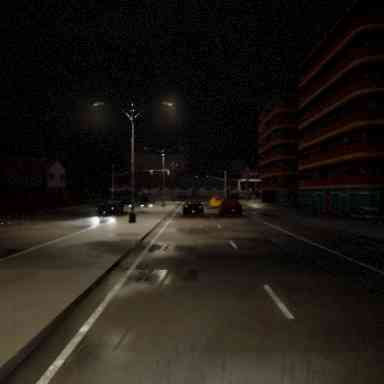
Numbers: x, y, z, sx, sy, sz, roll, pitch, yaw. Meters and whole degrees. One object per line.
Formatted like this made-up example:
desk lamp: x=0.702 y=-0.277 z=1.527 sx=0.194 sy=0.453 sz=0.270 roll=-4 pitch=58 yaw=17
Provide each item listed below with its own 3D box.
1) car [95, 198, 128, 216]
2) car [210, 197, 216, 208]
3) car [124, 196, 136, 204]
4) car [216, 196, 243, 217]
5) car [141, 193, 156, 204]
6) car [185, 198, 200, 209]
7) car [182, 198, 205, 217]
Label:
car: x=-7.994 y=1.572 z=32.618 sx=1.895 sy=1.301 sz=4.718 roll=0 pitch=0 yaw=0
car: x=3.613 y=1.438 z=47.006 sx=1.882 sy=1.535 sz=5.008 roll=0 pitch=0 yaw=0
car: x=-11.481 y=1.427 z=60.793 sx=1.882 sy=1.535 sz=5.008 roll=0 pitch=0 yaw=0
car: x=3.613 y=1.451 z=31.607 sx=1.882 sy=1.535 sz=5.008 roll=0 pitch=0 yaw=0
car: x=-7.977 y=1.154 z=61.137 sx=2.150 sy=2.045 sz=5.566 roll=0 pitch=0 yaw=0
car: x=0.074 y=1.526 z=45.547 sx=1.994 sy=1.385 sz=4.181 roll=0 pitch=0 yaw=0
car: x=0.113 y=1.465 z=30.419 sx=2.128 sy=1.511 sz=4.902 roll=0 pitch=0 yaw=0
